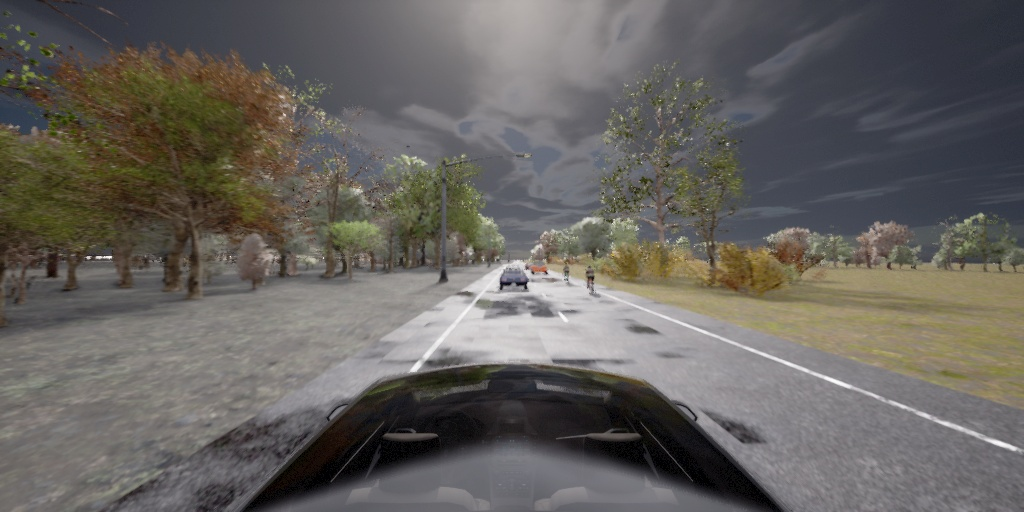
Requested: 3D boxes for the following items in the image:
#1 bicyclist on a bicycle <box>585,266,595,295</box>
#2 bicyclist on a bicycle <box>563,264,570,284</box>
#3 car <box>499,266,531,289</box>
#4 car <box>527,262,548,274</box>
[{"bbox_3d":[4.469,1.381,20.492,0.582,1.620,1.656,0,-1,0],"label":"bicyclist on a bicycle"},{"bbox_3d":[4.471,1.464,29.438,0.582,1.620,1.656,0,-1,0],"label":"bicyclist on a bicycle"},{"bbox_3d":[0.103,1.568,25.100,1.895,1.301,4.718,0,-1,0],"label":"car"},{"bbox_3d":[3.607,1.542,48.770,2.097,1.767,4.553,0,-1,0],"label":"car"}]
